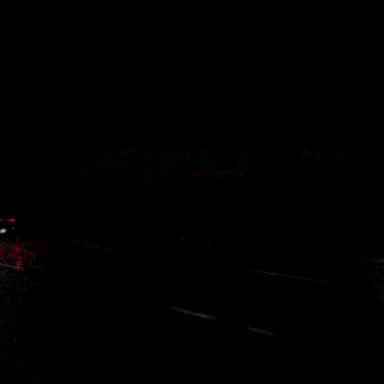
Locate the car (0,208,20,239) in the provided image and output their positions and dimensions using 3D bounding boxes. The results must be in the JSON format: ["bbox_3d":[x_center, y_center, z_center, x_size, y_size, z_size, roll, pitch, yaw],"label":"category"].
[{"bbox_3d":[-9.781,1.401,15.202,4.902,1.511,2.128,0,0,35],"label":"car"}]
